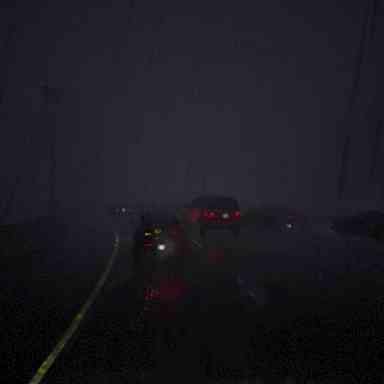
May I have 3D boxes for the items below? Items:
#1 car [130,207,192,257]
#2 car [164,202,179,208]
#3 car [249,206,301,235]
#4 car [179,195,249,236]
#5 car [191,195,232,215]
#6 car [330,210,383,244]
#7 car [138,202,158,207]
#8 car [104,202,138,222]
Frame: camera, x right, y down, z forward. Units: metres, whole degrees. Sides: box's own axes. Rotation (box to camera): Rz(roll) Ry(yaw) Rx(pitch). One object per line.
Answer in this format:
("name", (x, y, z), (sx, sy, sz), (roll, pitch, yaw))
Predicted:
("car", (-1.410, 1.549, 13.238), (1.837, 1.490, 4.892), (0, 0, -10))
("car", (-1.466, 1.713, 36.153), (1.895, 1.301, 4.718), (0, 0, -25))
("car", (4.409, 1.540, 19.388), (2.128, 1.511, 4.902), (0, 0, -14))
("car", (1.001, 1.276, 18.971), (2.150, 2.045, 5.566), (0, 0, -14))
("car", (1.998, 1.329, 36.969), (2.150, 2.045, 5.566), (0, 0, -25))
("car", (8.847, 1.575, 15.673), (2.033, 1.411, 5.357), (0, 0, -11))
("car", (-5.088, 1.720, 35.630), (1.895, 1.301, 4.718), (0, 0, -26))
("car", (-7.004, 1.659, 31.596), (2.033, 1.411, 5.357), (0, 0, -24))
